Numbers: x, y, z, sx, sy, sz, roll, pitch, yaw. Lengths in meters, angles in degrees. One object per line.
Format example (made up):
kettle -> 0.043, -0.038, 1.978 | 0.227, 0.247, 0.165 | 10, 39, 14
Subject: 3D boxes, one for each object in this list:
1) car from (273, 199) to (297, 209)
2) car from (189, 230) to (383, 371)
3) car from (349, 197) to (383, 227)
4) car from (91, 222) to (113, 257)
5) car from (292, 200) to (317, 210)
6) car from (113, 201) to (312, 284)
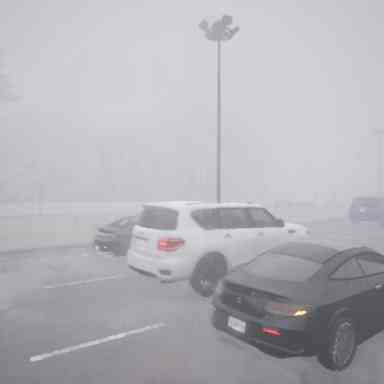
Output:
car -> 14.372, 1.835, 51.348 | 1.994, 1.385, 4.181 | 0, 0, 40
car -> 2.399, 1.559, 5.707 | 4.674, 1.442, 1.812 | 0, 0, -38
car -> 13.511, 1.383, 24.474 | 5.566, 2.045, 2.150 | 1, 0, -44
car -> -1.065, 1.532, 11.878 | 4.902, 1.511, 2.128 | 0, 0, -38
car -> 16.310, 1.832, 48.225 | 1.994, 1.385, 4.181 | 0, 0, 40
car -> 0.992, 1.261, 9.018 | 5.566, 2.045, 2.150 | 1, 0, -38
